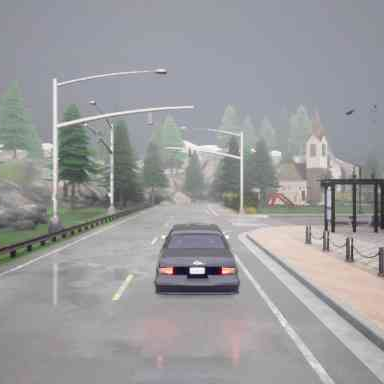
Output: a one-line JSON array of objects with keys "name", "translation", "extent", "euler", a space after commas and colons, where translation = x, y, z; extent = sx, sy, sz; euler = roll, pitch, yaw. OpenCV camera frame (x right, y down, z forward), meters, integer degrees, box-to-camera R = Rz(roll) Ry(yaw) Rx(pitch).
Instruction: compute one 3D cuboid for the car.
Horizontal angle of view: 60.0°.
[{"name": "car", "translation": [0.098, 1.547, 8.849], "extent": [2.033, 1.411, 5.357], "euler": [0, 0, 0]}]
